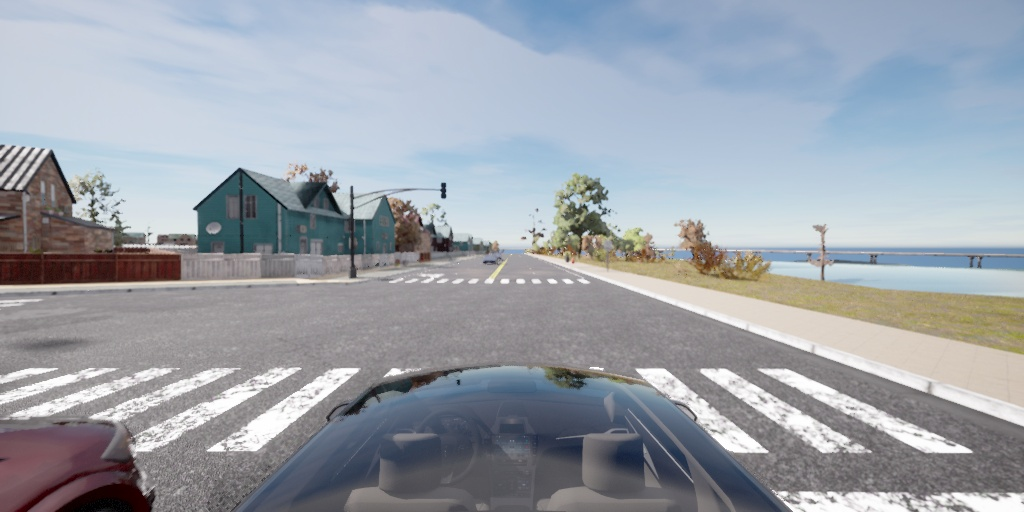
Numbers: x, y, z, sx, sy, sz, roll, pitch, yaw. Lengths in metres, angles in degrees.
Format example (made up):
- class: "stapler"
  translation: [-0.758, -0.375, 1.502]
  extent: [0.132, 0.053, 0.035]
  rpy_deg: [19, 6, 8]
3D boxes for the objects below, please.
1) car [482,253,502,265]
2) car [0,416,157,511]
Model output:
- class: "car"
  translation: [-2.870, 0.466, 47.831]
  extent: [2.033, 1.411, 5.357]
  rpy_deg: [0, 1, 0]
- class: "car"
  translation: [-3.250, 1.340, 0.475]
  extent: [1.994, 1.385, 4.181]
  rpy_deg: [0, 1, 0]
